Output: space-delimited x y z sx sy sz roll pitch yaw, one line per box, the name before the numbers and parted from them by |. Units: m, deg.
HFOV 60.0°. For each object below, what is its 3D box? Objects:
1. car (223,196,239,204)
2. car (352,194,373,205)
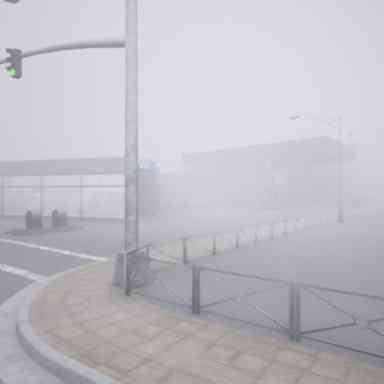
car | 7.079 1.519 63.072 2.242 1.667 4.611 0 0 36
car | 29.224 1.575 57.619 1.994 1.385 4.181 0 0 42
